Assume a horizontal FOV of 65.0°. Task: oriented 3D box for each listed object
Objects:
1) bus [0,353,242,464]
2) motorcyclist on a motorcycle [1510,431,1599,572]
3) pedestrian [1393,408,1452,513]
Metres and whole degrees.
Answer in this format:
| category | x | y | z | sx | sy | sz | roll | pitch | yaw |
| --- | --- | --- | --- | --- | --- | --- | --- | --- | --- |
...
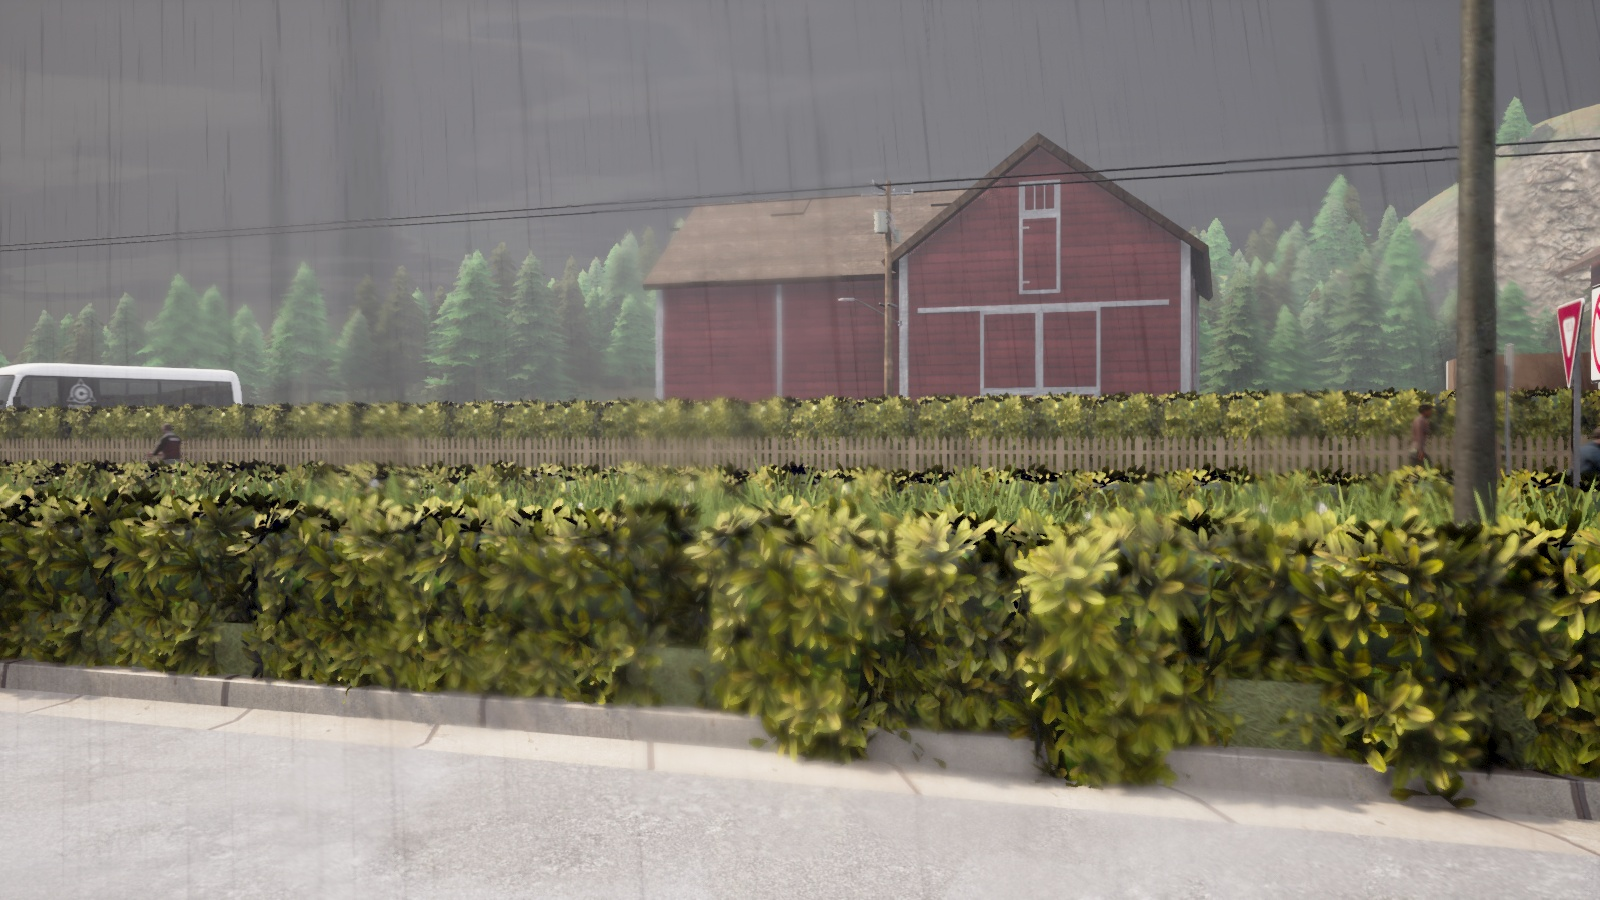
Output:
| category | x | y | z | sx | sy | sz | roll | pitch | yaw |
| --- | --- | --- | --- | --- | --- | --- | --- | --- | --- |
| bus | -29.490 | -1.659 | 52.896 | 3.944 | 4.253 | 10.273 | 1 | 1 | 38 |
| motorcyclist on a motorcycle | 9.351 | 0.582 | 14.542 | 1.817 | 1.590 | 0.866 | 0 | 1 | 19 |
| pedestrian | 10.869 | 0.171 | 21.937 | 0.869 | 1.805 | 0.328 | 1 | 1 | 18 |
